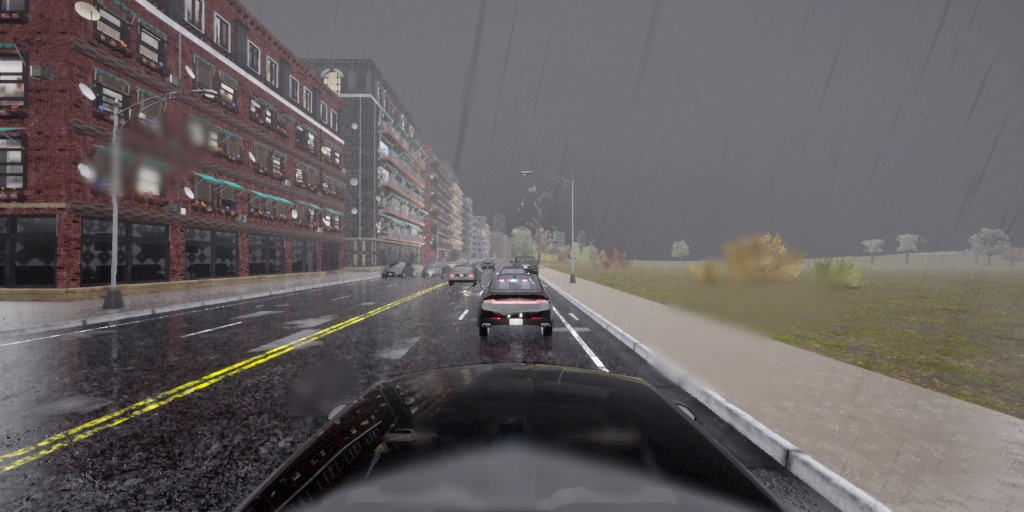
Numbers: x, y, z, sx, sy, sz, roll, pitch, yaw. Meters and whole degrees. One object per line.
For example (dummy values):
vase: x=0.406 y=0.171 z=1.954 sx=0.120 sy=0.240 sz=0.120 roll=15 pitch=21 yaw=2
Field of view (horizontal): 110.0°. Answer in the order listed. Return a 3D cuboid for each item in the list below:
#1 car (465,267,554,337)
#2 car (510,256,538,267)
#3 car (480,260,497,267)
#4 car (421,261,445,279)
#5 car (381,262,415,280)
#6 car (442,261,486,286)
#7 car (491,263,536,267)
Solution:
car: x=0.082 y=1.243 z=10.354 sx=2.128 sy=1.511 sz=4.902 roll=0 pitch=0 yaw=0
car: x=1.073 y=0.979 z=31.007 sx=2.150 sy=2.045 sz=5.566 roll=0 pitch=0 yaw=0
car: x=-3.257 y=1.258 z=50.304 sx=1.837 sy=1.490 sz=4.892 roll=0 pitch=0 yaw=0
car: x=-6.668 y=1.245 z=31.876 sx=2.128 sy=1.511 sz=4.902 roll=0 pitch=0 yaw=0
car: x=-9.917 y=1.259 z=31.598 sx=1.837 sy=1.490 sz=4.892 roll=0 pitch=0 yaw=0
car: x=-3.201 y=1.300 z=25.076 sx=2.033 sy=1.411 sz=5.357 roll=0 pitch=0 yaw=0
car: x=0.062 y=1.301 z=20.794 sx=2.033 sy=1.411 sz=5.357 roll=0 pitch=0 yaw=0
